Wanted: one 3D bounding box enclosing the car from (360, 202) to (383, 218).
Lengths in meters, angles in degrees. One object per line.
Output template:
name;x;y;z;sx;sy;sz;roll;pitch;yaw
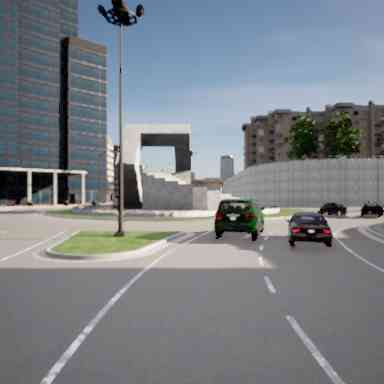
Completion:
car;18.826;1.819;34.800;2.128;1.511;4.902;0;0;33

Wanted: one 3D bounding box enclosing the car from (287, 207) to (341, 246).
car;5.650;1.701;16.189;2.033;1.411;5.357;0;-1;16

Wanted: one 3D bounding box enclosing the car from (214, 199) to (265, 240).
car;2.764;1.396;18.579;2.150;2.045;5.566;0;-1;17

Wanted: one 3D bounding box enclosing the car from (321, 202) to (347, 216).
car;14.898;1.835;35.079;1.837;1.490;4.892;0;0;37
